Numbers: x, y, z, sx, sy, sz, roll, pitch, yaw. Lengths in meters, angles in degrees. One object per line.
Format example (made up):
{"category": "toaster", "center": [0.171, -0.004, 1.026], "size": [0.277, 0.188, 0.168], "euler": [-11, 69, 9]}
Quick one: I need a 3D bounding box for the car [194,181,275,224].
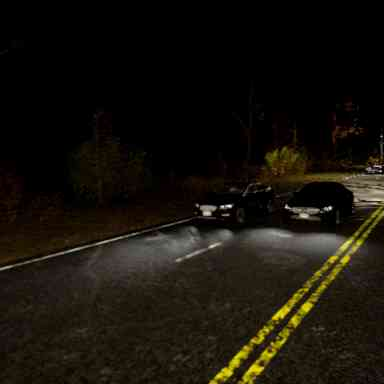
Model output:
{"category": "car", "center": [1.965, 0.317, 14.236], "size": [2.128, 1.511, 4.902], "euler": [2, 6, 35]}

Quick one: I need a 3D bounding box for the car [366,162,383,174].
{"category": "car", "center": [26.844, -3.524, 48.612], "size": [2.097, 1.767, 4.553], "euler": [2, 6, 36]}

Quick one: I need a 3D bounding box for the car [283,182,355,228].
{"category": "car", "center": [5.112, 0.348, 13.053], "size": [1.812, 1.442, 4.674], "euler": [2, 6, 35]}
